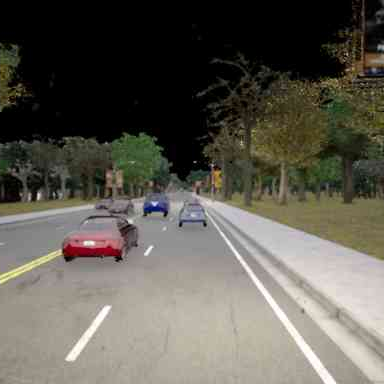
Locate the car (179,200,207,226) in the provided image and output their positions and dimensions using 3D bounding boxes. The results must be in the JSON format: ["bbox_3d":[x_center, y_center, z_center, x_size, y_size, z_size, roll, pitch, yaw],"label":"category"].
[{"bbox_3d":[0.044,1.511,23.193,2.033,1.411,5.357,0,0,0],"label":"car"}]

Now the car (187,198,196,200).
[{"bbox_3d":[-0.081,1.505,42.491,1.994,1.385,4.181,0,0,0],"label":"car"}]

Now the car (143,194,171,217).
[{"bbox_3d":[-3.251,1.174,31.371,2.150,2.045,5.566,0,0,0],"label":"car"}]

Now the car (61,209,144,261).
[{"bbox_3d":[-3.169,1.544,12.248,1.994,1.385,4.181,0,0,0],"label":"car"}]

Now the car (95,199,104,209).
[{"bbox_3d":[-9.991,1.508,39.183,1.994,1.385,4.181,0,0,0],"label":"car"}]

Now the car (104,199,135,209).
[{"bbox_3d":[-6.699,1.457,31.877,1.837,1.490,4.892,0,0,0],"label":"car"}]
